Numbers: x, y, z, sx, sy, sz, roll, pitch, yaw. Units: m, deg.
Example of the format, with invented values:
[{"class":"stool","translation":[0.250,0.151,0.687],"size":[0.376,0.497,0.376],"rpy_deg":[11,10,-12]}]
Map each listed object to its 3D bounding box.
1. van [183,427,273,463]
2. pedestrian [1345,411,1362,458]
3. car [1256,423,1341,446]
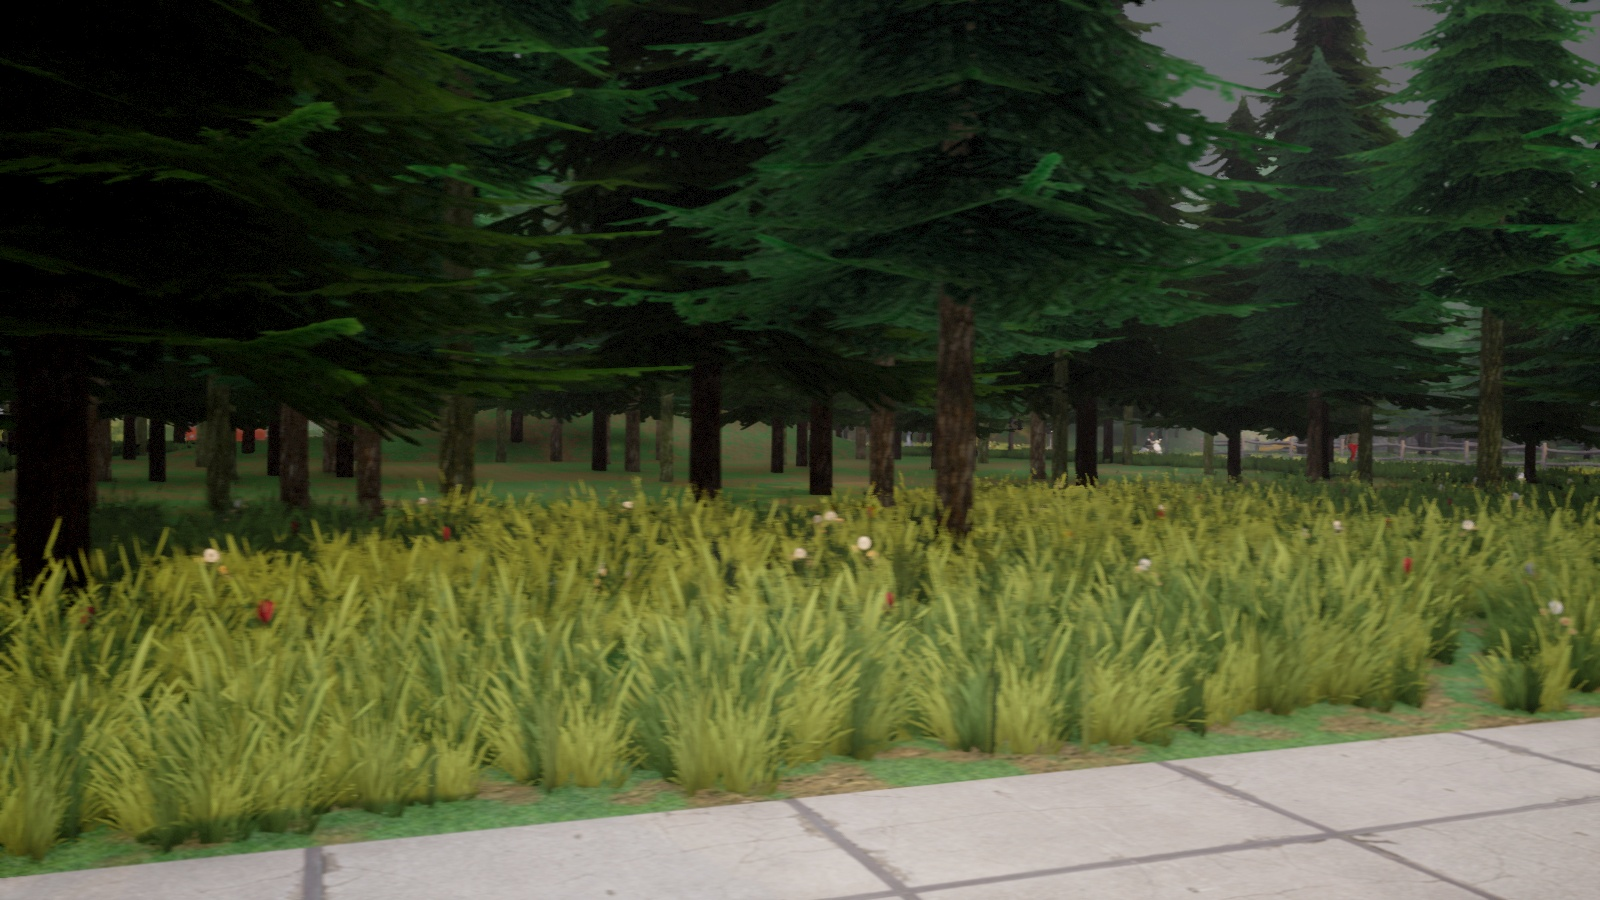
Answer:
[{"class":"van","translation":[-33.514,-0.313,73.678],"size":[1.775,1.987,4.442],"rpy_deg":[0,1,38]},{"class":"pedestrian","translation":[21.812,-0.613,49.530],"size":[0.353,1.847,0.614],"rpy_deg":[-1,1,-5]},{"class":"car","translation":[35.349,-1.102,89.082],"size":[5.366,1.575,1.801],"rpy_deg":[-1,1,-4]}]
